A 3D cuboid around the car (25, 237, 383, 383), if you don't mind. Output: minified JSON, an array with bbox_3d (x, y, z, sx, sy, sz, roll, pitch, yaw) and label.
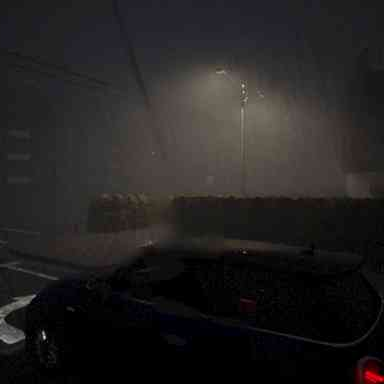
[{"bbox_3d":[-0.010,1.344,3.998,4.553,1.767,2.097,0,0,35],"label":"car"}]
